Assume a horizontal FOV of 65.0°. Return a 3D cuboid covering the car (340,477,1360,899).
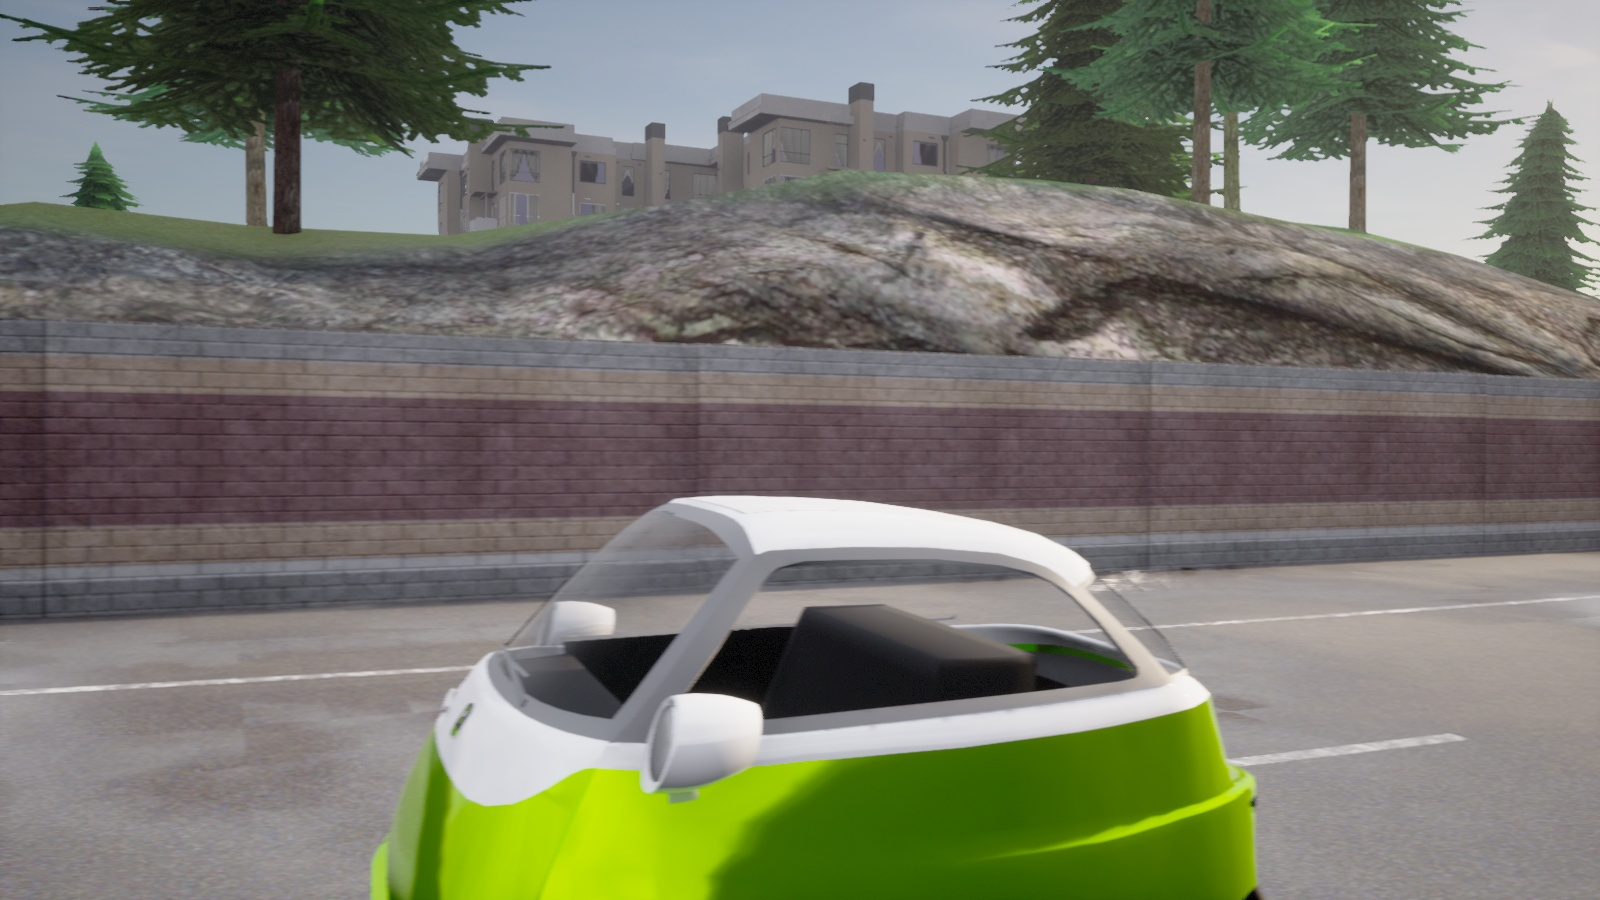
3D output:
[{"bbox_3d":[0.007,0.801,3.228,2.207,1.376,1.481,0,1,-21],"label":"car"}]
